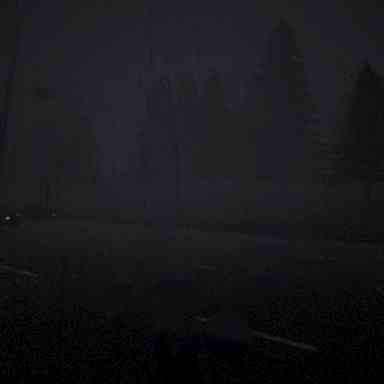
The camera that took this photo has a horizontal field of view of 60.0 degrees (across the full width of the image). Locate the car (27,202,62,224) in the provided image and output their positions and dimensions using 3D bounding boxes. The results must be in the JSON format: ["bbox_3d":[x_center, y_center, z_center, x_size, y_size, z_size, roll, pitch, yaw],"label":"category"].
[{"bbox_3d":[-11.987,1.541,25.447,5.008,1.535,1.882,0,0,36],"label":"car"}]

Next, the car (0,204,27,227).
[{"bbox_3d":[-13.172,1.625,21.994,4.181,1.385,1.994,0,0,36],"label":"car"}]
